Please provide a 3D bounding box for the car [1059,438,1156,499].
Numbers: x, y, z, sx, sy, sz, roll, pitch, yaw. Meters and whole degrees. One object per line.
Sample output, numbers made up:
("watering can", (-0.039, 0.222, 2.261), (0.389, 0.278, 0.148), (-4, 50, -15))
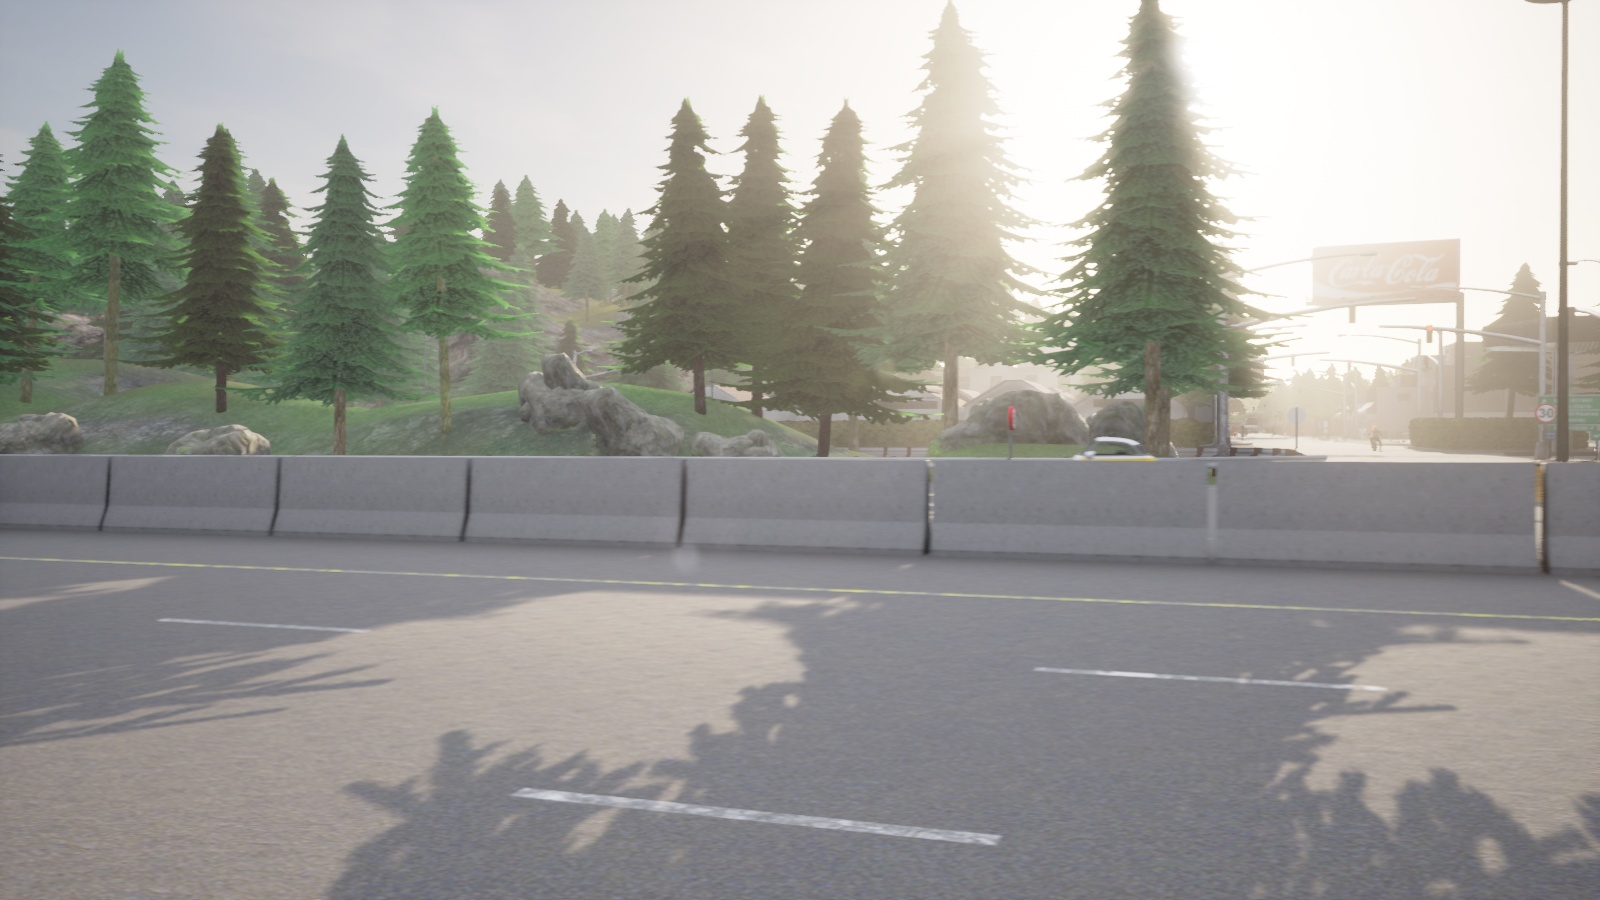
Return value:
("car", (7.446, 0.422, 30.399), (2.207, 1.376, 1.481), (1, 2, 15))
